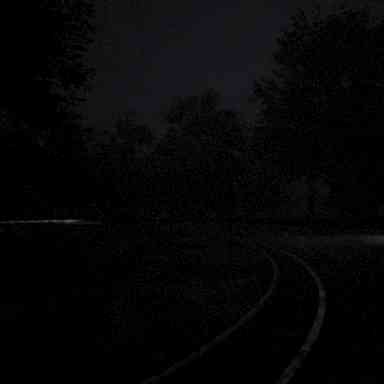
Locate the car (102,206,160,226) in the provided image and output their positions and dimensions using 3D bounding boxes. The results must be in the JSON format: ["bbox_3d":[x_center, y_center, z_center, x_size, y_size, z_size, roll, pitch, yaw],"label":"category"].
[{"bbox_3d":[-5.042,1.926,27.392,4.902,1.511,2.128,-1,-1,20],"label":"car"}]
